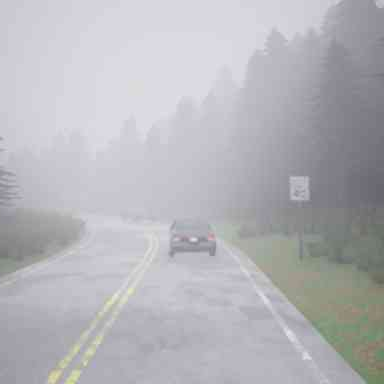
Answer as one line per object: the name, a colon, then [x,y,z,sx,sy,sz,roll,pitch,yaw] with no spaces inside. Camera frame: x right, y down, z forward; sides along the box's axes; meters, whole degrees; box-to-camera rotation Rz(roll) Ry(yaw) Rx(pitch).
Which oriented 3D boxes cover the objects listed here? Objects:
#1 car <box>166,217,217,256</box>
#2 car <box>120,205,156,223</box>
car: [-0.094,1.756,14.107,2.033,1.411,5.357,0,-1,-3]
car: [-4.926,1.909,29.892,2.128,1.511,4.902,3,-2,-31]
